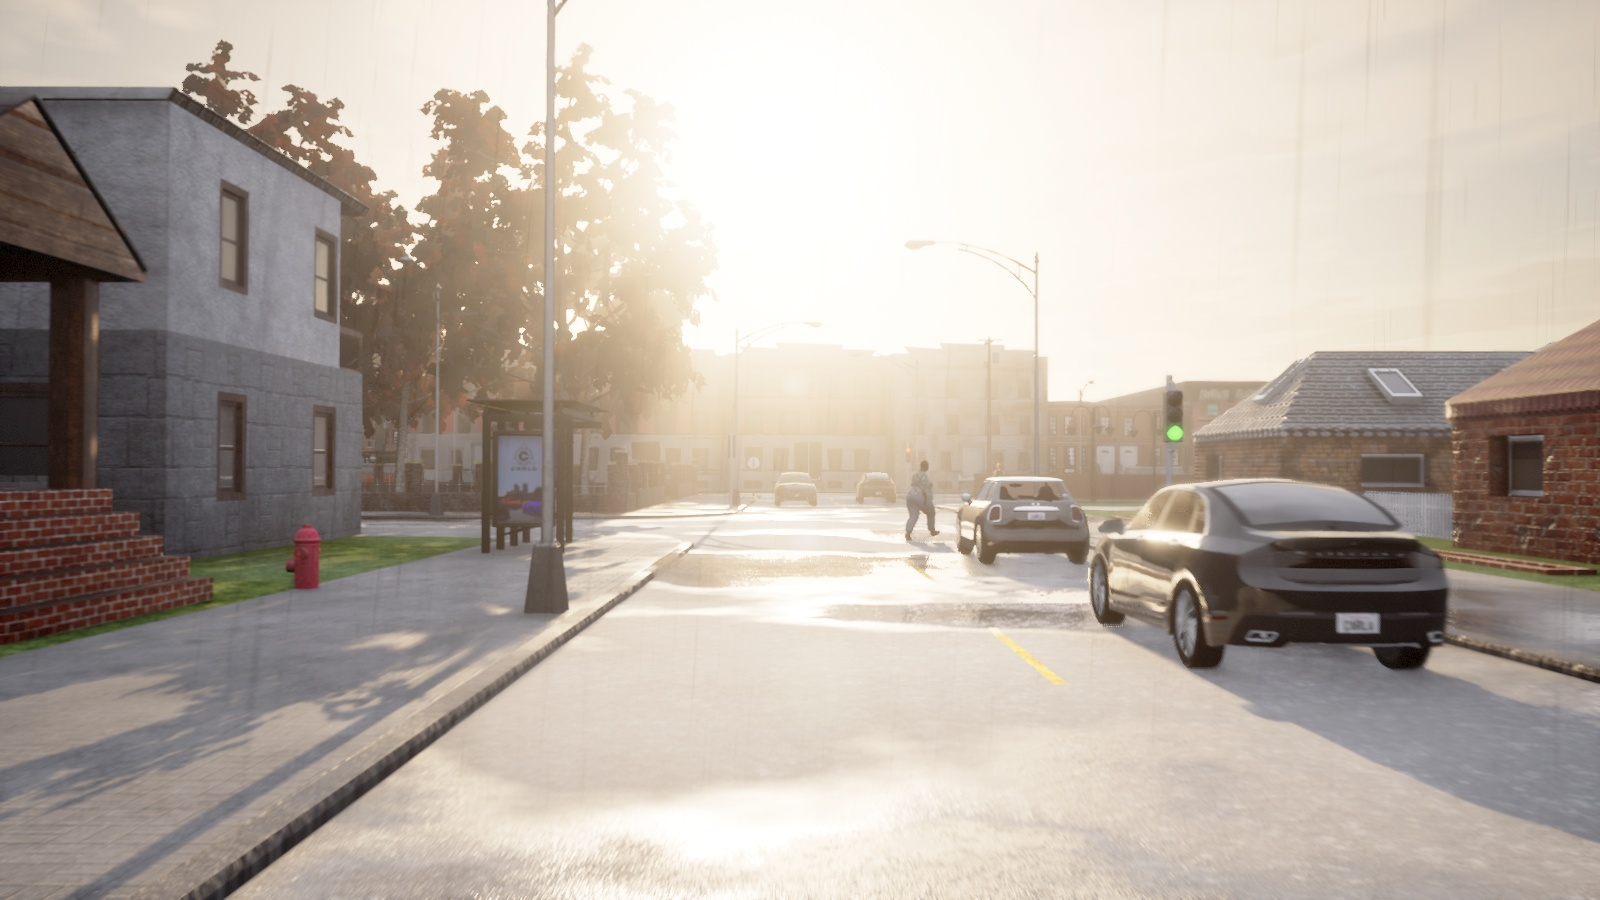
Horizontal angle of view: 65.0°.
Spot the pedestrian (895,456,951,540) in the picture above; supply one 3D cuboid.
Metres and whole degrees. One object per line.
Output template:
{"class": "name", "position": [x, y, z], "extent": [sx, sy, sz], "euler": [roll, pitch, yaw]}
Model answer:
{"class": "pedestrian", "position": [2.795, 1.070, 28.488], "extent": [0.900, 1.855, 0.874], "euler": [0, -1, -36]}

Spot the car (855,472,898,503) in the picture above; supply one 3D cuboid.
{"class": "car", "position": [3.846, 1.875, 63.977], "extent": [1.837, 1.490, 4.892], "euler": [0, -1, 0]}

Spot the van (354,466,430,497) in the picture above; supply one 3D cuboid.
{"class": "van", "position": [-26.899, 2.062, 82.847], "extent": [4.442, 1.987, 1.775], "euler": [0, -1, 0]}

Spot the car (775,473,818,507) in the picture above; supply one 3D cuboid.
{"class": "car", "position": [-0.210, 1.780, 57.308], "extent": [1.837, 1.490, 4.892], "euler": [0, -1, -2]}

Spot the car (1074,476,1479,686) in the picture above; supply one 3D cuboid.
{"class": "car", "position": [3.971, 0.996, 11.516], "extent": [1.837, 1.490, 4.892], "euler": [0, -1, 0]}

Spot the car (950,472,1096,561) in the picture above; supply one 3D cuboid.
{"class": "car", "position": [3.944, 1.146, 22.818], "extent": [1.970, 1.475, 3.806], "euler": [0, -1, 0]}

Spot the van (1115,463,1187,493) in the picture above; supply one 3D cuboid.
{"class": "van", "position": [24.313, 1.927, 87.008], "extent": [4.442, 1.987, 1.775], "euler": [0, -1, 0]}
